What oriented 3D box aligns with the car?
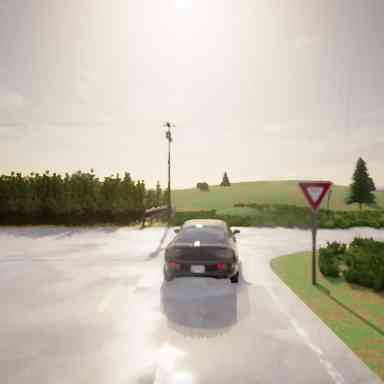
[{"bbox_3d":[0.389,1.504,9.488,1.812,1.442,4.674,0,0,7],"label":"car"}]
